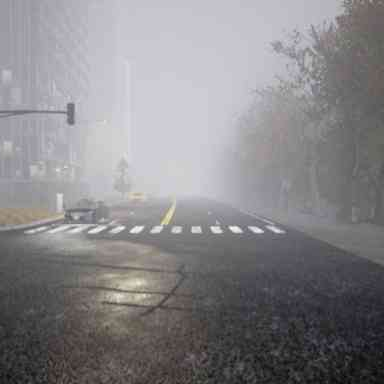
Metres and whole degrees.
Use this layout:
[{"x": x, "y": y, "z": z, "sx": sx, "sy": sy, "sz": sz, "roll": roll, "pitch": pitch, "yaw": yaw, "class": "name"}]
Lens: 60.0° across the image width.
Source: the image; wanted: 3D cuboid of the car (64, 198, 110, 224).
[{"x": -6.566, "y": 1.143, "z": 21.227, "sx": 2.128, "sy": 1.511, "sz": 4.902, "roll": 0, "pitch": 1, "yaw": -1, "class": "car"}]

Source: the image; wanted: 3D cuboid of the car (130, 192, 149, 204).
[{"x": -7.208, "y": 0.750, "z": 44.831, "sx": 1.882, "sy": 1.535, "sz": 5.008, "roll": 0, "pitch": 1, "yaw": -2, "class": "car"}]
